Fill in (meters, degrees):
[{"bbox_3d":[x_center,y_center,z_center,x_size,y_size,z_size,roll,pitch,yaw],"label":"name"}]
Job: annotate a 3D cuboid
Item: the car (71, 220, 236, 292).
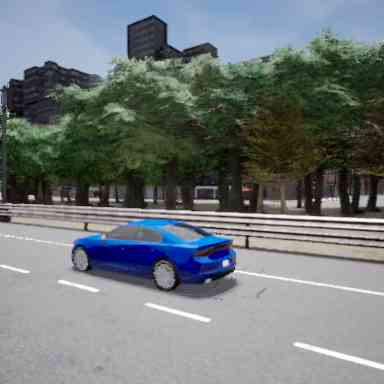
[{"bbox_3d":[-1.243,1.496,9.056,5.008,1.535,1.882,0,0,36],"label":"car"}]
